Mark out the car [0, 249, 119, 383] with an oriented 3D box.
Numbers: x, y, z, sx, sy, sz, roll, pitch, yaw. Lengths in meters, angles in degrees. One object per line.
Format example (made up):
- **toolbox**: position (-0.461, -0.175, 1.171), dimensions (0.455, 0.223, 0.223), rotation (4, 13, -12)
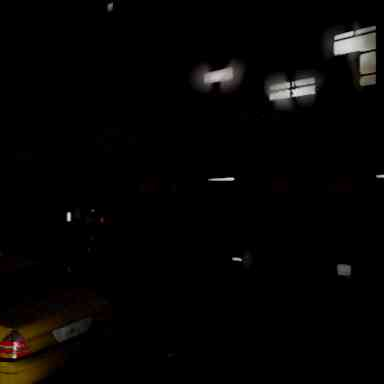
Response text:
- **car**: position (-3.249, 1.579, 5.178), dimensions (4.829, 1.417, 1.752), rotation (-1, 0, 36)
